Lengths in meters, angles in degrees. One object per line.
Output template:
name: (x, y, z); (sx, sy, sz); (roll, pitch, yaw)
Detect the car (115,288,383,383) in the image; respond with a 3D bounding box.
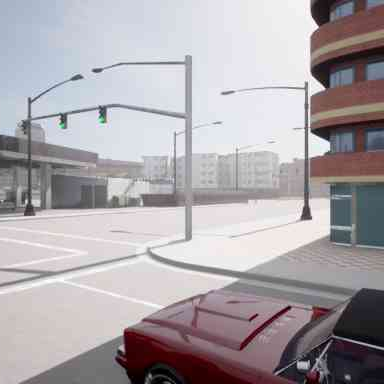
car: (1.528, 1.601, 2.884); (4.718, 1.301, 1.895); (0, 0, 36)

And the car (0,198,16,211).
car: (-22.337, 1.456, 38.835); (3.806, 1.475, 1.970); (0, 0, 36)
